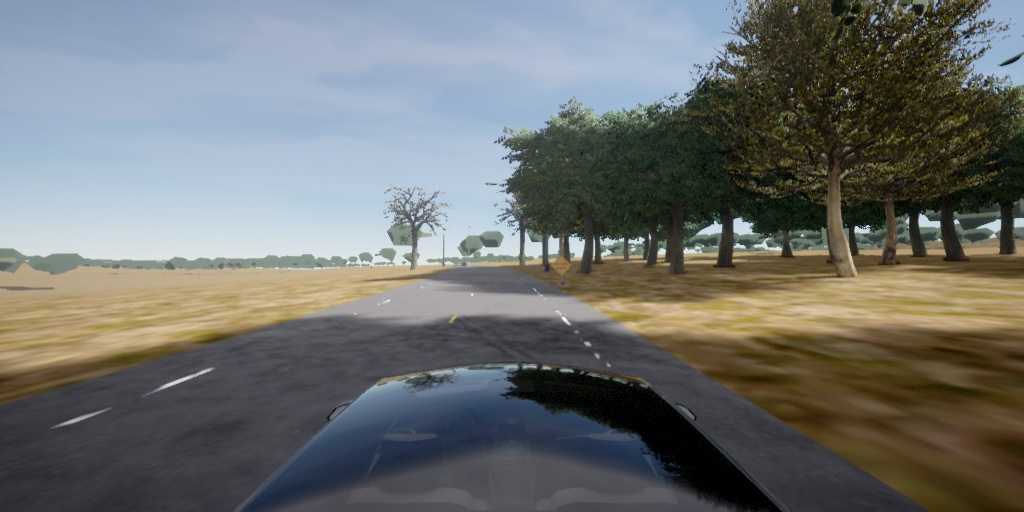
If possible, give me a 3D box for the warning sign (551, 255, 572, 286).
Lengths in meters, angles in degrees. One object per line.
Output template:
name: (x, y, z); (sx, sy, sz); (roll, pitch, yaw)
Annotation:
warning sign: (3.115, 0.880, 22.191); (1.300, 1.860, 1.060); (0, 0, -2)
